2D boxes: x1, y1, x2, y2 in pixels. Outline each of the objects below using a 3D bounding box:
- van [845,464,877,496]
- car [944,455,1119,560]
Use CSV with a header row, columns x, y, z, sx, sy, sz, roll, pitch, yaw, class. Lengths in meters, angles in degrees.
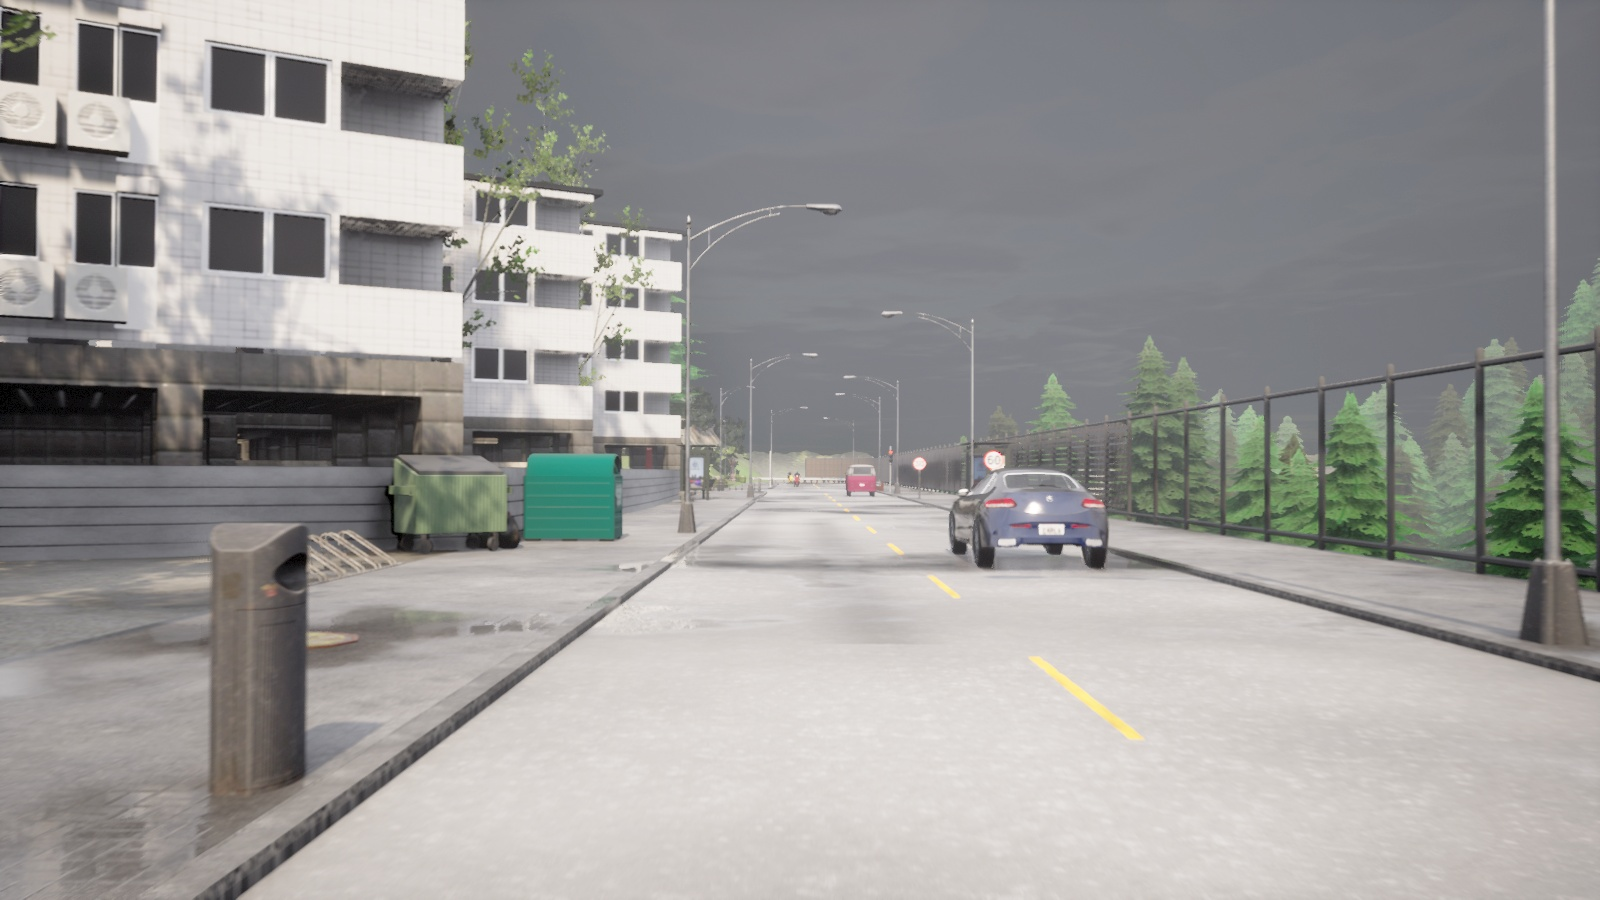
x,y,z,sx,sy,sz,roll,pitch,yaw,class
3.794,1.869,78.690,1.775,1.987,4.442,0,-1,0,van
3.940,0.951,22.331,2.152,1.651,5.027,0,-1,0,car
